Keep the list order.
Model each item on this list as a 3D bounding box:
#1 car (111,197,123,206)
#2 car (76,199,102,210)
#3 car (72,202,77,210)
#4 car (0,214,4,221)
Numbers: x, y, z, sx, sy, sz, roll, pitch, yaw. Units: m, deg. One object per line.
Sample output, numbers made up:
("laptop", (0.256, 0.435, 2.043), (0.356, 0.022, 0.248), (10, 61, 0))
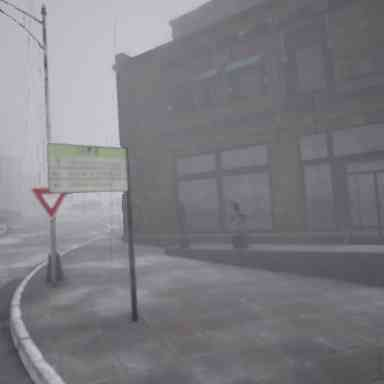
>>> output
("car", (-12.514, 1.692, 61.314), (4.892, 1.521, 2.231), (-4, 2, -5))
("car", (-17.973, 2.106, 59.569), (2.097, 1.767, 4.553), (-4, 2, 15))
("car", (-20.518, 2.337, 62.414), (1.882, 1.535, 5.008), (-4, 2, 14))
("car", (-26.632, 3.172, 43.066), (4.181, 1.385, 1.994), (-3, -3, 19))
